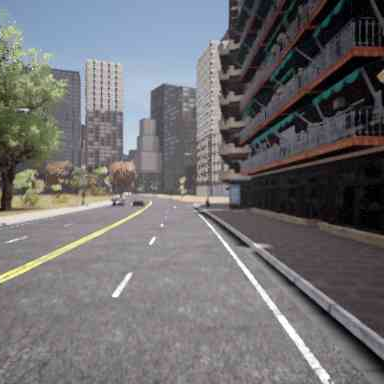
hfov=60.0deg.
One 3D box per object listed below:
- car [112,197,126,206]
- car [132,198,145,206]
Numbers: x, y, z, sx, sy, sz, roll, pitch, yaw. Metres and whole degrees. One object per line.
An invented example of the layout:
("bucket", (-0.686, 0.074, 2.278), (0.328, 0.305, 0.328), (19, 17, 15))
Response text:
("car", (-12.212, 1.562, 55.942), (2.128, 1.511, 4.902), (0, 0, -5))
("car", (-8.981, 1.668, 56.311), (1.895, 1.301, 4.718), (0, 0, -5))
